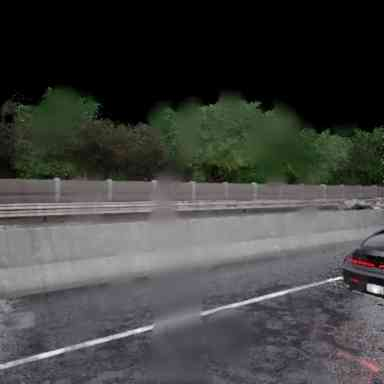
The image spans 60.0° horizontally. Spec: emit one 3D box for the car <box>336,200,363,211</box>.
[{"bbox_3d":[18.412,1.602,37.859,4.674,1.442,1.812,0,0,-33],"label":"car"}]

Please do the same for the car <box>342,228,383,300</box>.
[{"bbox_3d":[5.365,1.524,7.527,4.892,1.490,1.837,0,0,-35],"label":"car"}]

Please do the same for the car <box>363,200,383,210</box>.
[{"bbox_3d":[20.772,1.572,35.225,4.902,1.511,2.128,0,0,-33],"label":"car"}]
